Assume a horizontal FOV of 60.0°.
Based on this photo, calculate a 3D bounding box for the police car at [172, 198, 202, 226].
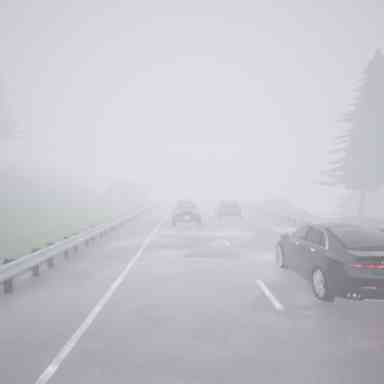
[{"bbox_3d":[-0.379,1.451,23.357,2.038,1.542,4.974,0,0,-1],"label":"police car"}]

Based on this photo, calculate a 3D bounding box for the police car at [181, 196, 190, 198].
[{"bbox_3d":[-0.881,1.328,42.198,1.930,1.638,5.238,0,0,-2],"label":"police car"}]

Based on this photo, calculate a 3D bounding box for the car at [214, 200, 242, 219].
[{"bbox_3d":[2.993,1.424,28.268,2.128,1.511,4.902,0,0,-2],"label":"car"}]

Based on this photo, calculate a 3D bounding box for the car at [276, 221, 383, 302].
[{"bbox_3d":[3.481,1.483,8.215,1.837,1.490,4.892,0,0,-1],"label":"car"}]
